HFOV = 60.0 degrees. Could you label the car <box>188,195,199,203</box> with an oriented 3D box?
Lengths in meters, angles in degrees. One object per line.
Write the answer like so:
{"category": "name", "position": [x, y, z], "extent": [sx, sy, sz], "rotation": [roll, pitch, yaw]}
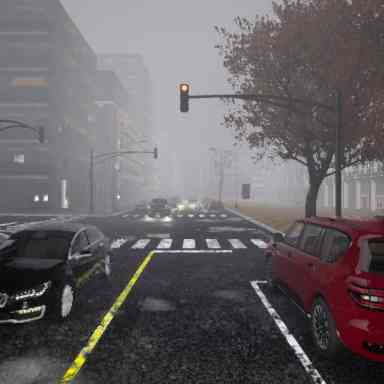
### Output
{"category": "car", "position": [0.192, 1.655, 69.297], "extent": [1.895, 1.301, 4.718], "rotation": [0, 0, 0]}

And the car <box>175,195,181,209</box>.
{"category": "car", "position": [-3.036, 1.572, 47.159], "extent": [2.033, 1.411, 5.357], "rotation": [0, 0, 0]}

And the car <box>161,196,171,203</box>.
{"category": "car", "position": [-5.593, 1.640, 71.475], "extent": [1.802, 1.307, 4.206], "rotation": [0, 0, 0]}

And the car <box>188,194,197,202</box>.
{"category": "car", "position": [0.109, 1.425, 79.365], "extent": [2.097, 1.767, 4.553], "rotation": [0, 0, 0]}

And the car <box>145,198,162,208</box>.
{"category": "car", "position": [-5.623, 1.578, 49.345], "extent": [2.008, 1.369, 4.403], "rotation": [0, 0, 0]}

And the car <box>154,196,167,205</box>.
{"category": "car", "position": [-5.607, 1.482, 60.410], "extent": [1.967, 1.590, 4.097], "rotation": [0, 0, 0]}

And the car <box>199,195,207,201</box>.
{"category": "car", "position": [2.810, 1.630, 88.062], "extent": [1.887, 1.381, 4.507], "rotation": [0, 0, 0]}

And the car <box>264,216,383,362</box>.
{"category": "car", "position": [2.700, 1.316, 5.880], "extent": [2.192, 1.841, 5.009], "rotation": [0, 0, 0]}

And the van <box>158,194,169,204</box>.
{"category": "van", "position": [-5.600, 1.391, 65.943], "extent": [1.690, 1.788, 3.998], "rotation": [0, 0, 0]}

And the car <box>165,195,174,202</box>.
{"category": "car", "position": [-5.578, 1.515, 82.541], "extent": [1.967, 1.590, 4.097], "rotation": [0, 0, 0]}

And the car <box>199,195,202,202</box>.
{"category": "car", "position": [2.780, 1.632, 65.930], "extent": [1.802, 1.307, 4.206], "rotation": [0, 0, 0]}

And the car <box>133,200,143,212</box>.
{"category": "car", "position": [-5.637, 1.567, 38.279], "extent": [2.008, 1.369, 4.403], "rotation": [0, 0, 0]}

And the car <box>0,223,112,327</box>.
{"category": "car", "position": [-3.092, 1.507, 7.297], "extent": [1.837, 1.490, 4.892], "rotation": [0, -1, 0]}

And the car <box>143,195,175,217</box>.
{"category": "car", "position": [-3.058, 1.362, 31.739], "extent": [2.097, 1.767, 4.553], "rotation": [0, 0, 0]}

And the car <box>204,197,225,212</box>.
{"category": "car", "position": [2.743, 1.561, 38.267], "extent": [1.887, 1.381, 4.507], "rotation": [0, 0, 0]}

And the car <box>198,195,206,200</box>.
{"category": "car", "position": [2.818, 1.647, 93.594], "extent": [2.008, 1.369, 4.403], "rotation": [0, 0, 0]}

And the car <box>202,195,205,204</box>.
{"category": "car", "position": [2.758, 1.553, 49.503], "extent": [1.752, 1.417, 4.829], "rotation": [0, 0, 0]}

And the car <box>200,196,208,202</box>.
{"category": "car", "position": [2.795, 1.592, 77.166], "extent": [1.752, 1.417, 4.829], "rotation": [0, 0, 0]}
